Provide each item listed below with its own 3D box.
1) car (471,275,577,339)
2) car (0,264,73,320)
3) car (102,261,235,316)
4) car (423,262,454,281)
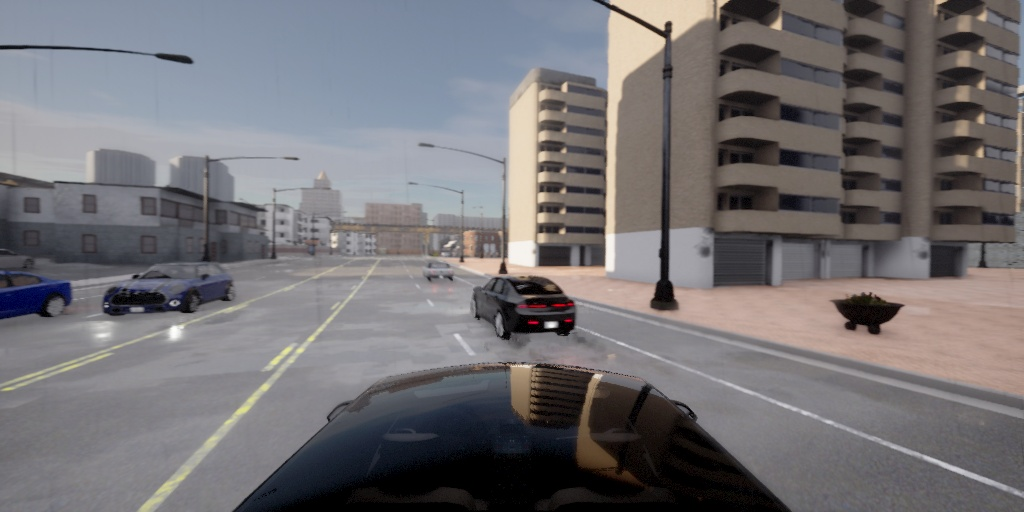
[{"bbox_3d":[0.113,1.298,10.393,1.837,1.490,4.892,1,0,-19],"label":"car"},{"bbox_3d":[-14.556,1.131,9.445,1.882,1.535,5.008,1,0,-19],"label":"car"},{"bbox_3d":[-12.055,1.013,12.982,2.097,1.767,4.553,1,0,-19],"label":"car"},{"bbox_3d":[-5.803,1.140,27.899,1.895,1.301,4.718,1,1,-19],"label":"car"}]
